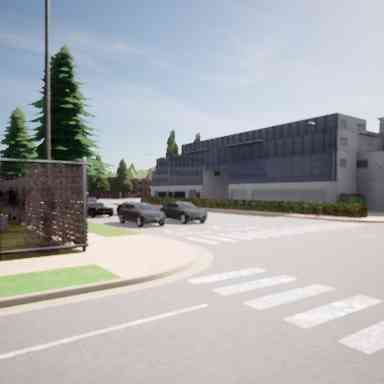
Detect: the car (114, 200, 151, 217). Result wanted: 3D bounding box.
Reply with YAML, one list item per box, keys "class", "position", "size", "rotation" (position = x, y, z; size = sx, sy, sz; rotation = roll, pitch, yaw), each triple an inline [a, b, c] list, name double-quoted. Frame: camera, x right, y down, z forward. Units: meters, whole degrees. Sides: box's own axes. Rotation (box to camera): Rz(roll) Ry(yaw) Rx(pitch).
- class: "car"
  position: [-5.841, 1.562, 32.535]
  size: [1.994, 1.385, 4.181]
  rotation: [0, 0, -35]

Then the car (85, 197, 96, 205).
- class: "car"
  position: [-18.831, 1.589, 62.050]
  size: [1.895, 1.301, 4.718]
  rotation: [0, 0, -16]

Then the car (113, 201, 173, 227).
- class: "car"
  position: [-3.529, 1.507, 23.119]
  size: [1.837, 1.490, 4.892]
  rotation: [0, 0, -35]

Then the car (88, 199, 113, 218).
- class: "car"
  position: [-8.840, 1.603, 30.706]
  size: [1.895, 1.301, 4.718]
  rotation: [0, 0, -35]

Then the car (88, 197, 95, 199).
- class: "car"
  position: [-12.743, 1.598, 42.477]
  size: [1.895, 1.301, 4.718]
  rotation: [0, 0, -34]

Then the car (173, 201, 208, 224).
- class: "car"
  position: [-0.737, 1.502, 25.229]
  size: [1.837, 1.490, 4.892]
  rotation: [0, 0, -35]
